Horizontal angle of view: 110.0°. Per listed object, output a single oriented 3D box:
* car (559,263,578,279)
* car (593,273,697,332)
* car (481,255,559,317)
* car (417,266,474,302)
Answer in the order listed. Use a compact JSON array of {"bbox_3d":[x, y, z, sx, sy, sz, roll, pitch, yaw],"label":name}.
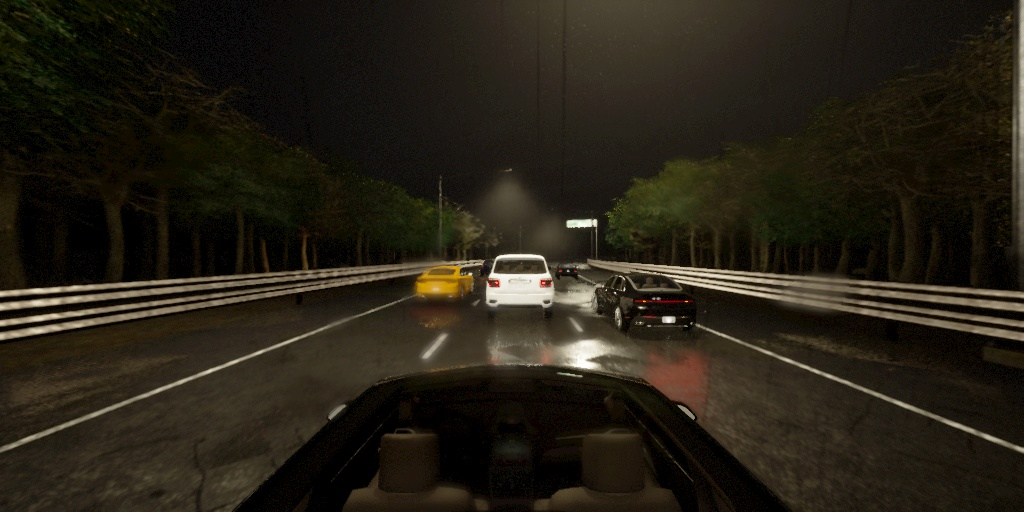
[{"bbox_3d":[4.858,1.305,32.314,2.033,1.411,5.357,0,0,5],"label":"car"},{"bbox_3d":[3.758,1.259,10.904,1.837,1.490,4.892,0,0,1],"label":"car"},{"bbox_3d":[0.315,0.973,13.274,2.150,2.045,5.566,0,0,2],"label":"car"},{"bbox_3d":[-3.038,1.226,17.222,1.882,1.535,5.008,0,0,2],"label":"car"}]
